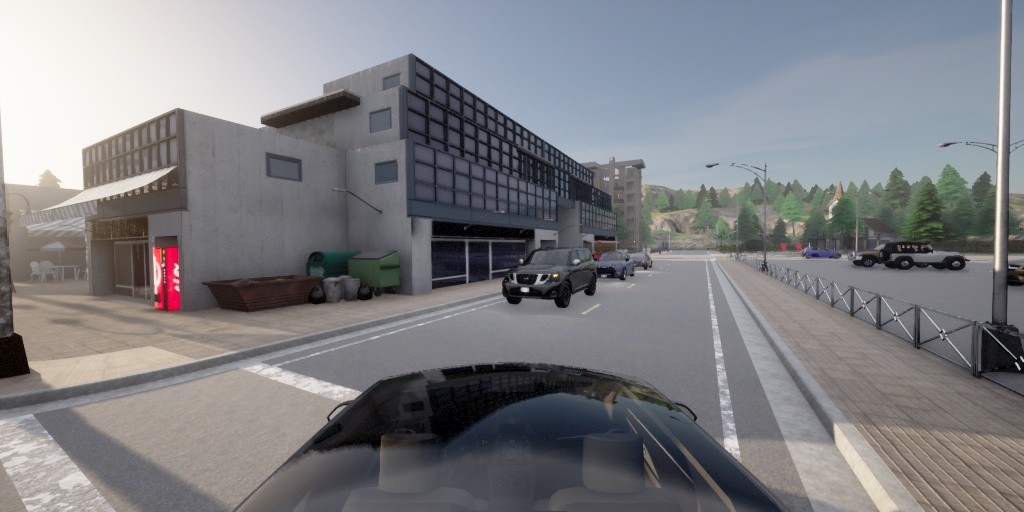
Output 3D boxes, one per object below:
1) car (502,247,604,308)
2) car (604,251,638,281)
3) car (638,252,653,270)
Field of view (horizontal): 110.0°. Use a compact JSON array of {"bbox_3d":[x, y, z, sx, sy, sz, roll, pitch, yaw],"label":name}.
[{"bbox_3d":[1.718,0.665,14.018,2.150,2.045,5.566,0,2,28],"label":"car"},{"bbox_3d":[6.367,0.513,22.686,2.097,1.767,4.553,0,2,28],"label":"car"},{"bbox_3d":[11.207,0.394,31.701,1.812,1.442,4.674,0,2,28],"label":"car"}]
